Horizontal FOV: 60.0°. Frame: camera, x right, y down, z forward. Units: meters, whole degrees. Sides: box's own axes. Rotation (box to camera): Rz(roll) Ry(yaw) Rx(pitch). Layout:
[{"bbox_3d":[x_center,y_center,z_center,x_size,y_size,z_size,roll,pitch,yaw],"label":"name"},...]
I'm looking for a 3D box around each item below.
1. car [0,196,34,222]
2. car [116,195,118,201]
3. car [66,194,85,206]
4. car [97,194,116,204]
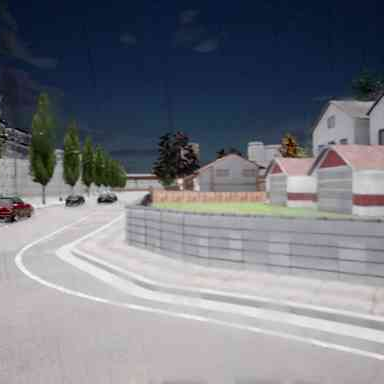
[{"bbox_3d":[-13.230,1.154,24.180,2.097,1.767,4.553,0,1,-8],"label":"car"},{"bbox_3d":[-14.348,0.983,58.795,1.994,1.385,4.181,0,1,-7],"label":"car"},{"bbox_3d":[-16.104,1.065,46.000,2.128,1.511,4.902,0,1,-7],"label":"car"},{"bbox_3d":[-13.139,1.072,50.268,1.994,1.385,4.181,0,1,-7],"label":"car"}]
